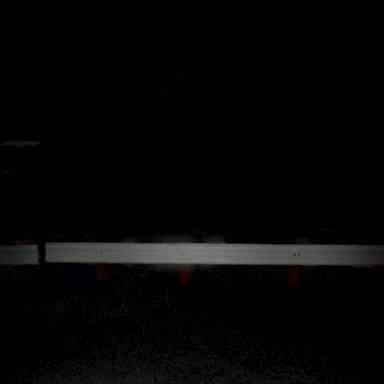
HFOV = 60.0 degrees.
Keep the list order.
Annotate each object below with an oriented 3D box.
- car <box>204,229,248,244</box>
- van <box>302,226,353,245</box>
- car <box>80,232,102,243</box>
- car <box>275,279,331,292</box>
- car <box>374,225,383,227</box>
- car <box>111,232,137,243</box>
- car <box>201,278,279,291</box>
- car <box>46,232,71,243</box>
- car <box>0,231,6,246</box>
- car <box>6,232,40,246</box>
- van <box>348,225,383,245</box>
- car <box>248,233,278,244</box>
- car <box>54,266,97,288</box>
[{"bbox_3d":[2.744,4.255,29.594,2.185,1.767,4.553,0,0,-18],"label":"car"},{"bbox_3d":[11.585,4.159,29.400,1.878,1.987,4.442,0,0,-18],"label":"van"},{"bbox_3d":[-9.143,4.371,30.103,1.946,1.575,5.366,0,0,-18],"label":"car"},{"bbox_3d":[4.696,4.504,12.587,2.185,1.767,4.553,0,2,-18],"label":"car"},{"bbox_3d":[17.555,4.135,29.083,2.435,2.045,5.566,0,0,-18],"label":"car"},{"bbox_3d":[-6.104,4.406,29.815,2.163,1.488,4.792,0,0,-18],"label":"car"},{"bbox_3d":[1.668,4.503,12.672,2.185,1.767,4.553,0,2,-18],"label":"car"},{"bbox_3d":[-12.031,4.372,30.022,2.097,1.535,5.008,0,0,-18],"label":"car"},{"bbox_3d":[-17.958,4.369,30.203,2.097,1.535,5.008,0,0,-18],"label":"car"},{"bbox_3d":[-15.058,4.368,30.287,1.946,1.575,5.366,0,0,-18],"label":"car"},{"bbox_3d":[14.543,4.159,29.308,1.878,1.987,4.442,0,0,-18],"label":"van"},{"bbox_3d":[5.717,4.383,29.473,2.231,1.521,4.892,0,0,-18],"label":"car"},{"bbox_3d":[-4.356,4.375,12.799,2.435,2.045,5.566,0,2,-18],"label":"car"}]
